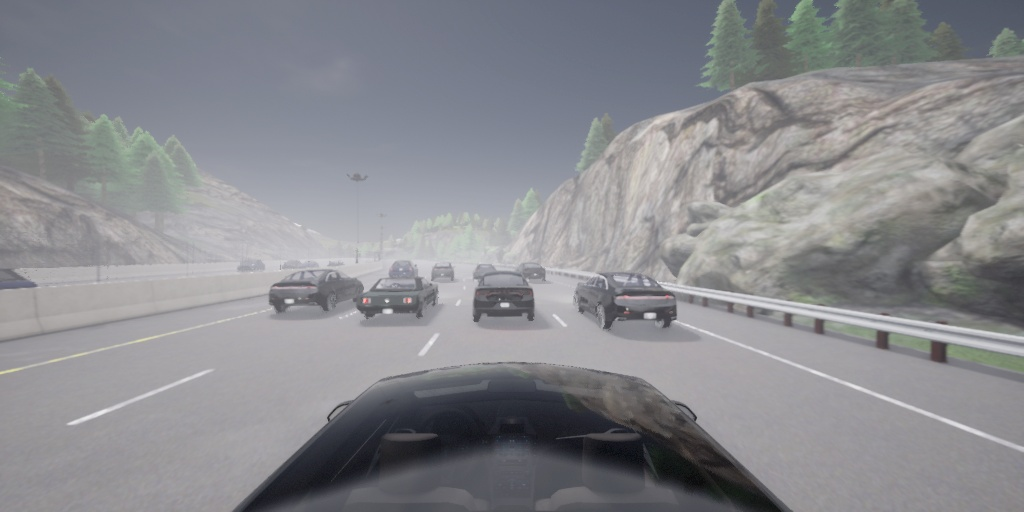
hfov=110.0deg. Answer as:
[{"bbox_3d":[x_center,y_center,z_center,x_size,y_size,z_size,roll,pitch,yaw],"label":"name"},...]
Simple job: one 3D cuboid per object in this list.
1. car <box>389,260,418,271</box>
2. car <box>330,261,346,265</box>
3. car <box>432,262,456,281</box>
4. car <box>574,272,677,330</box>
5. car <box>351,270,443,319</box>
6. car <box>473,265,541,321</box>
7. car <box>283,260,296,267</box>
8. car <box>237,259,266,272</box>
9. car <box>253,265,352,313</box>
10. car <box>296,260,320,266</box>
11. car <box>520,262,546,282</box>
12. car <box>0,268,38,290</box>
[{"bbox_3d":[-9.683,1.159,32.264,2.097,1.767,4.553,0,0,-10],"label":"car"},{"bbox_3d":[-25.187,1.427,51.667,1.994,1.385,4.181,0,0,-17],"label":"car"},{"bbox_3d":[-5.900,1.288,30.926,2.128,1.511,4.902,0,0,-9],"label":"car"},{"bbox_3d":[3.242,1.245,11.130,2.128,1.511,4.902,0,0,-3],"label":"car"},{"bbox_3d":[-3.854,1.372,12.965,1.895,1.301,4.718,0,0,-4],"label":"car"},{"bbox_3d":[-0.347,1.241,12.612,1.882,1.535,5.008,0,0,-3],"label":"car"},{"bbox_3d":[-33.605,1.391,55.138,1.837,1.490,4.892,0,0,-18],"label":"car"},{"bbox_3d":[-35.191,1.235,48.511,2.097,1.767,4.553,0,0,-16],"label":"car"},{"bbox_3d":[-7.467,1.273,14.191,2.128,1.511,4.902,0,0,-4],"label":"car"},{"bbox_3d":[-28.570,1.396,50.776,1.812,1.442,4.674,0,0,-17],"label":"car"},{"bbox_3d":[1.406,1.256,29.449,1.882,1.535,5.008,0,0,-8],"label":"car"},{"bbox_3d":[-17.978,1.153,10.932,2.097,1.767,4.553,0,0,-4],"label":"car"}]
